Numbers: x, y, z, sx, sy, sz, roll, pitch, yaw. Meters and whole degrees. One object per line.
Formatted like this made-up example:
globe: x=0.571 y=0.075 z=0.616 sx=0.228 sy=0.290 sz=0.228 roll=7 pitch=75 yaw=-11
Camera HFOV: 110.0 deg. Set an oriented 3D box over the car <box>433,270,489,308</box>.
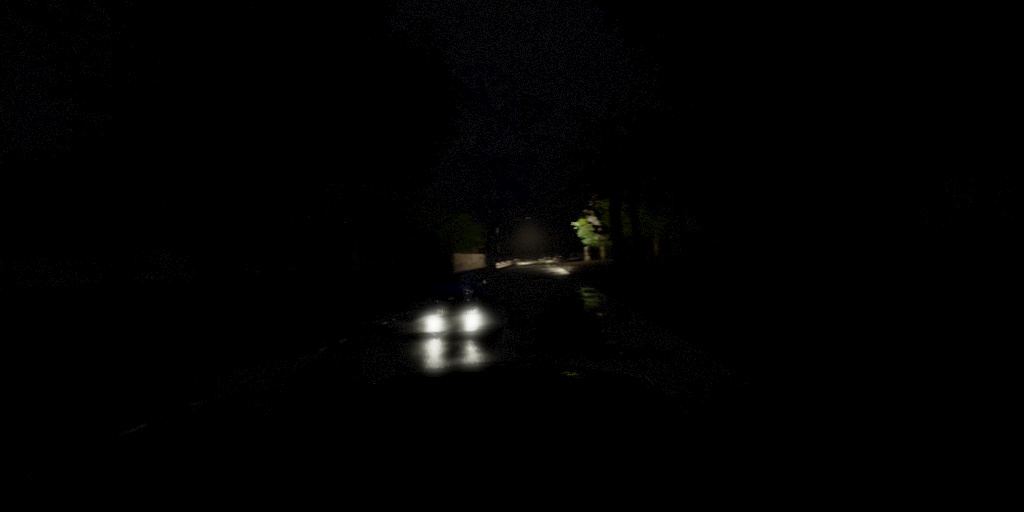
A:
car: x=-2.309 y=1.469 z=17.165 sx=1.882 sy=1.535 sz=5.008 roll=-3 pitch=0 yaw=5
